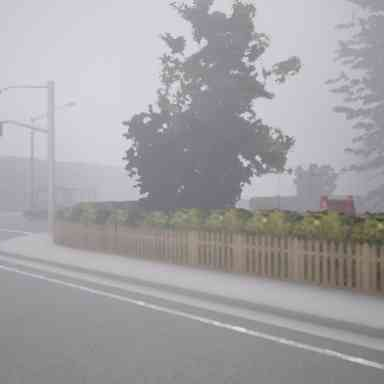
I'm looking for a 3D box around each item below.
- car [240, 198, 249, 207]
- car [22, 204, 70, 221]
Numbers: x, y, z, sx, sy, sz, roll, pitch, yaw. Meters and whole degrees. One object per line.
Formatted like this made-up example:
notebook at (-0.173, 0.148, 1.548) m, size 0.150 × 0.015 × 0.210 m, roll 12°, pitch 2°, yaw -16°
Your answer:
car at (7.228, 1.581, 49.755) m, size 2.128 × 1.511 × 4.902 m, roll 0°, pitch 0°, yaw 35°
car at (-12.041, 1.704, 28.877) m, size 1.895 × 1.301 × 4.718 m, roll 0°, pitch 0°, yaw 35°
